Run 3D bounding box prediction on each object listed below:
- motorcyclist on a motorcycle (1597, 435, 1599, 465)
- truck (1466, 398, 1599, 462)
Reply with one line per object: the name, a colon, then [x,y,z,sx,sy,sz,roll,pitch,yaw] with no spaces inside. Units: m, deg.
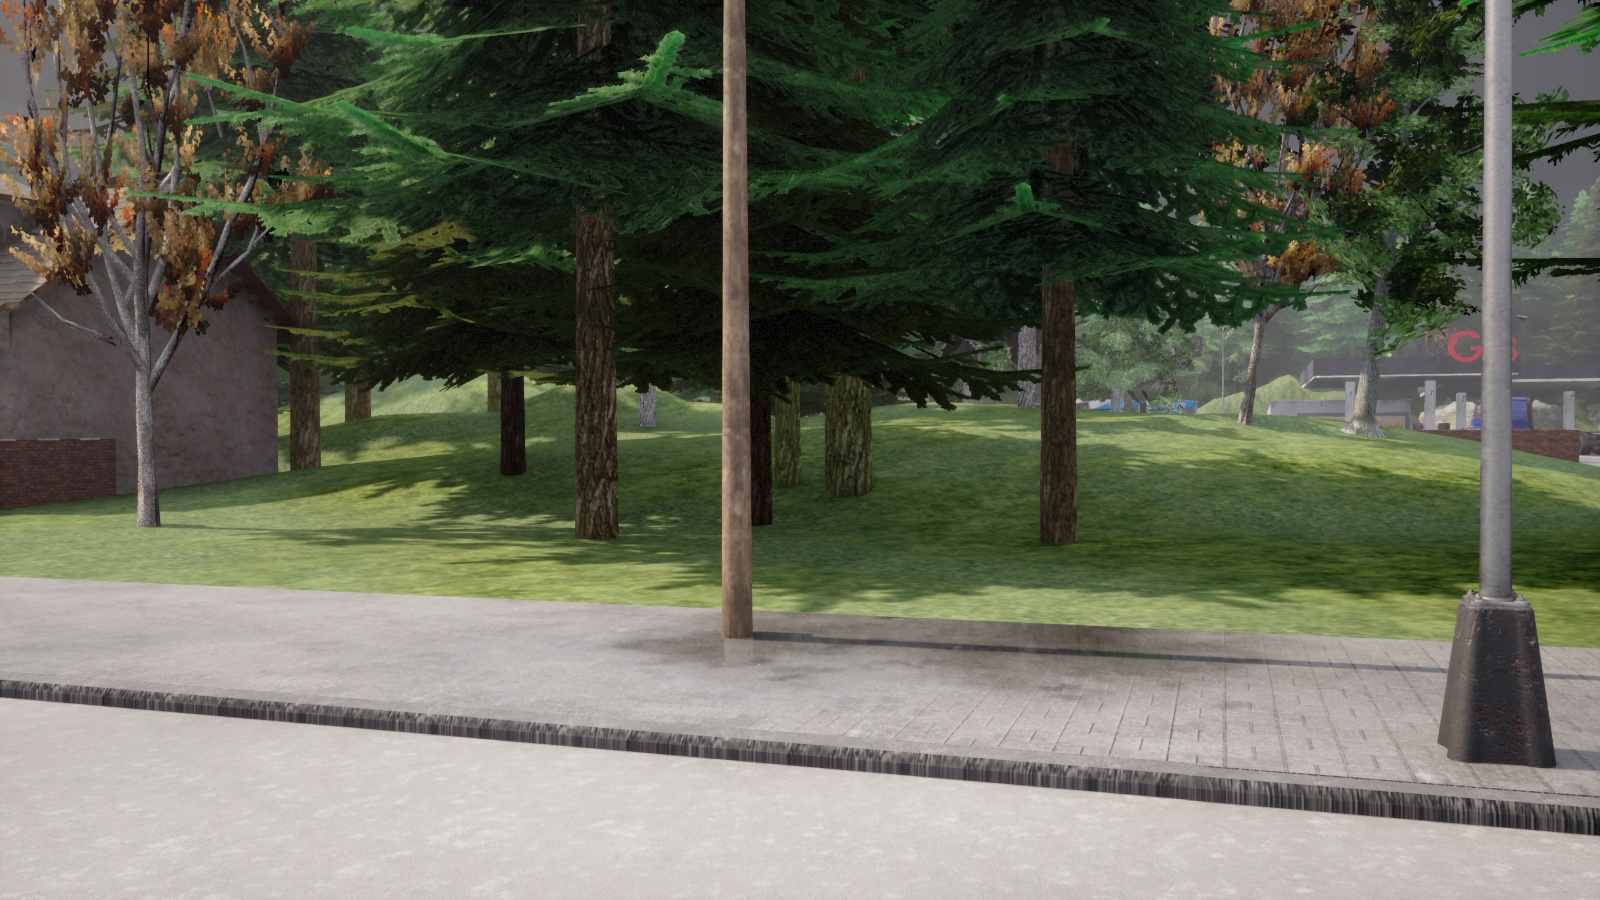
motorcyclist on a motorcycle: [40.542,0.013,62.511,0.866,1.530,2.191,1,1,15]
truck: [43.327,-1.161,73.072,2.891,3.462,7.936,0,1,-24]
